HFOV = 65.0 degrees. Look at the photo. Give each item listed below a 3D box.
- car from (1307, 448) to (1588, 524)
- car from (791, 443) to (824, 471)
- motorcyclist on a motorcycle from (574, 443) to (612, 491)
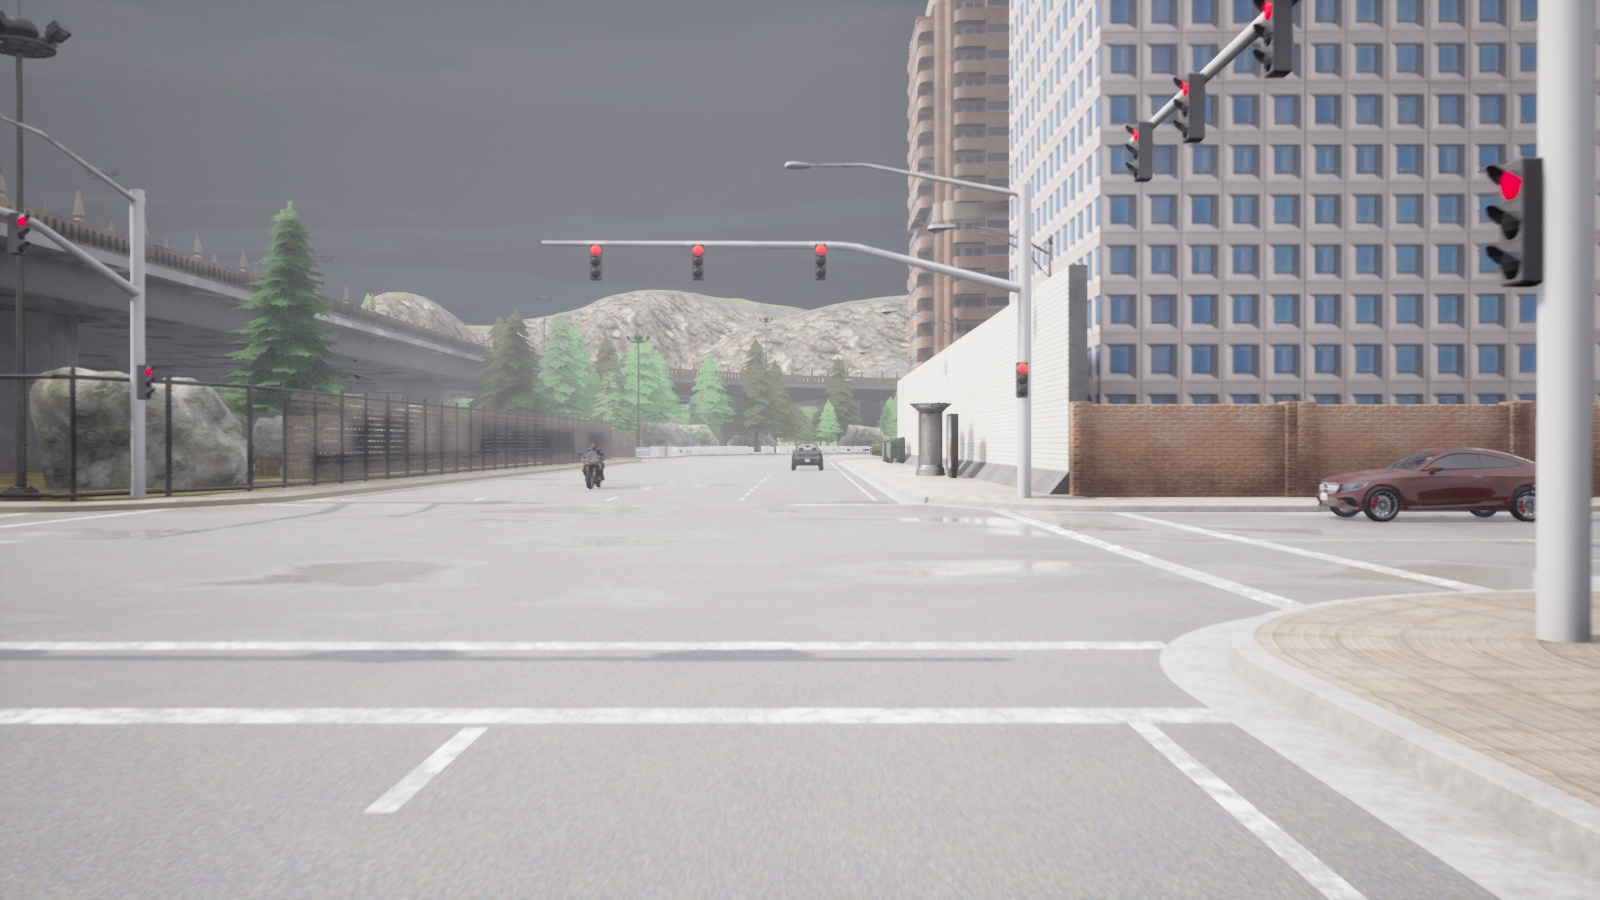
[{"bbox_3d":[12.808,0.697,25.043,4.674,1.442,1.812,0,0,0],"label":"car"},{"bbox_3d":[0.412,0.365,70.053,1.816,1.474,4.193,0,0,0],"label":"car"},{"bbox_3d":[-6.752,0.545,41.054,0.866,1.530,2.191,0,0,0],"label":"motorcyclist on a motorcycle"}]
